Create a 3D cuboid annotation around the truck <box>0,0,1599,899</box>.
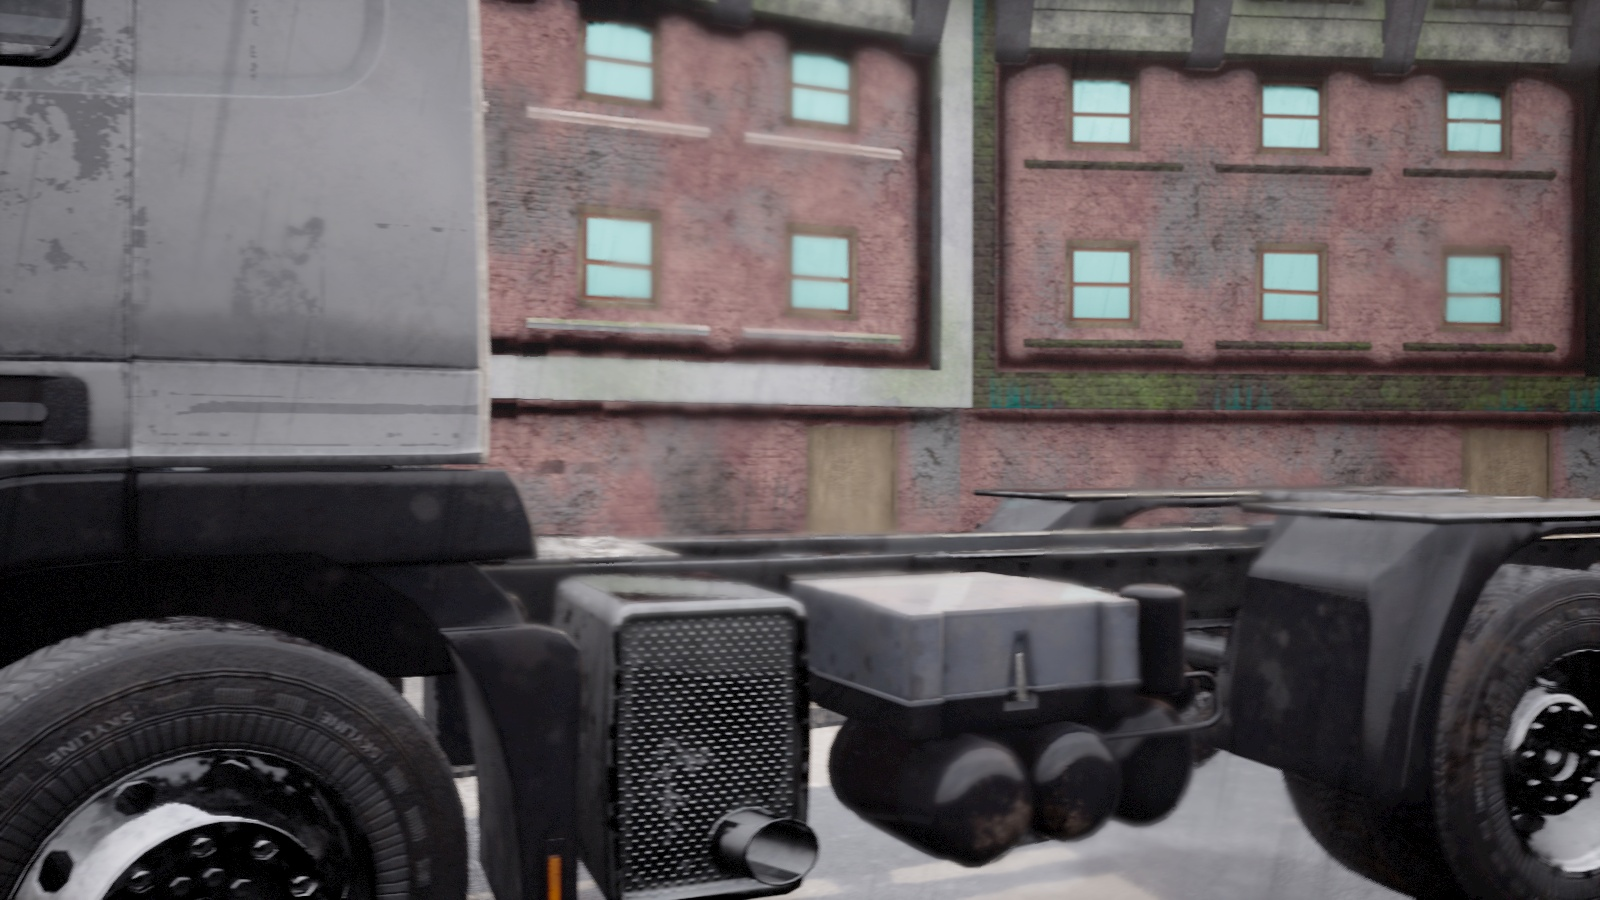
[{"bbox_3d":[0.405,-0.227,4.464,7.936,3.462,2.891,0,0,-21],"label":"truck"}]
